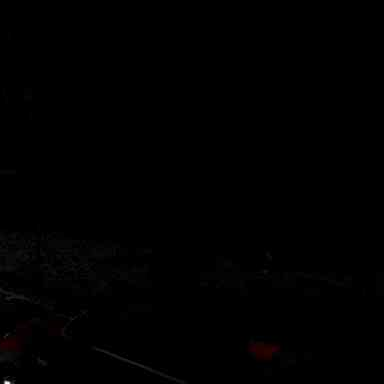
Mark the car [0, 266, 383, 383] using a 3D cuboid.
[{"bbox_3d":[-0.050,1.438,3.002,4.097,1.590,1.967,0,0,35],"label":"car"}]
